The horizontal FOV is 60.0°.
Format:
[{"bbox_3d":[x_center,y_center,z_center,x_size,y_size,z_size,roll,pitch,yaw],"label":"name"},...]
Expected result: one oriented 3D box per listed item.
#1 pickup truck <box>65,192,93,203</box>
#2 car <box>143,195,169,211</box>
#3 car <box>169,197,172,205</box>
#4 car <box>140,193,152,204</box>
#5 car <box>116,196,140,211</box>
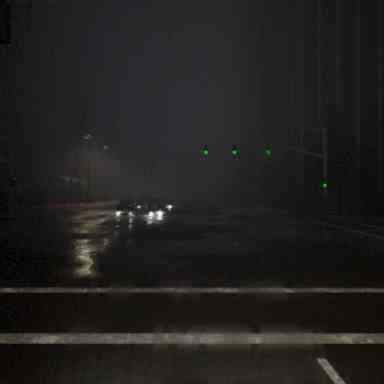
[{"bbox_3d":[-21.086,1.003,61.306,2.390,2.098,6.274,0,0,30],"label":"pickup truck"},{"bbox_3d":[-4.284,1.452,40.371,2.128,1.511,4.902,0,0,0],"label":"car"},{"bbox_3d":[-4.454,1.545,56.929,1.895,1.301,4.718,0,0,0],"label":"car"},{"bbox_3d":[-7.956,1.166,57.465,2.150,2.045,5.566,0,0,0],"label":"car"},{"bbox_3d":[-7.778,1.488,39.956,1.812,1.442,4.674,0,0,0],"label":"car"}]
